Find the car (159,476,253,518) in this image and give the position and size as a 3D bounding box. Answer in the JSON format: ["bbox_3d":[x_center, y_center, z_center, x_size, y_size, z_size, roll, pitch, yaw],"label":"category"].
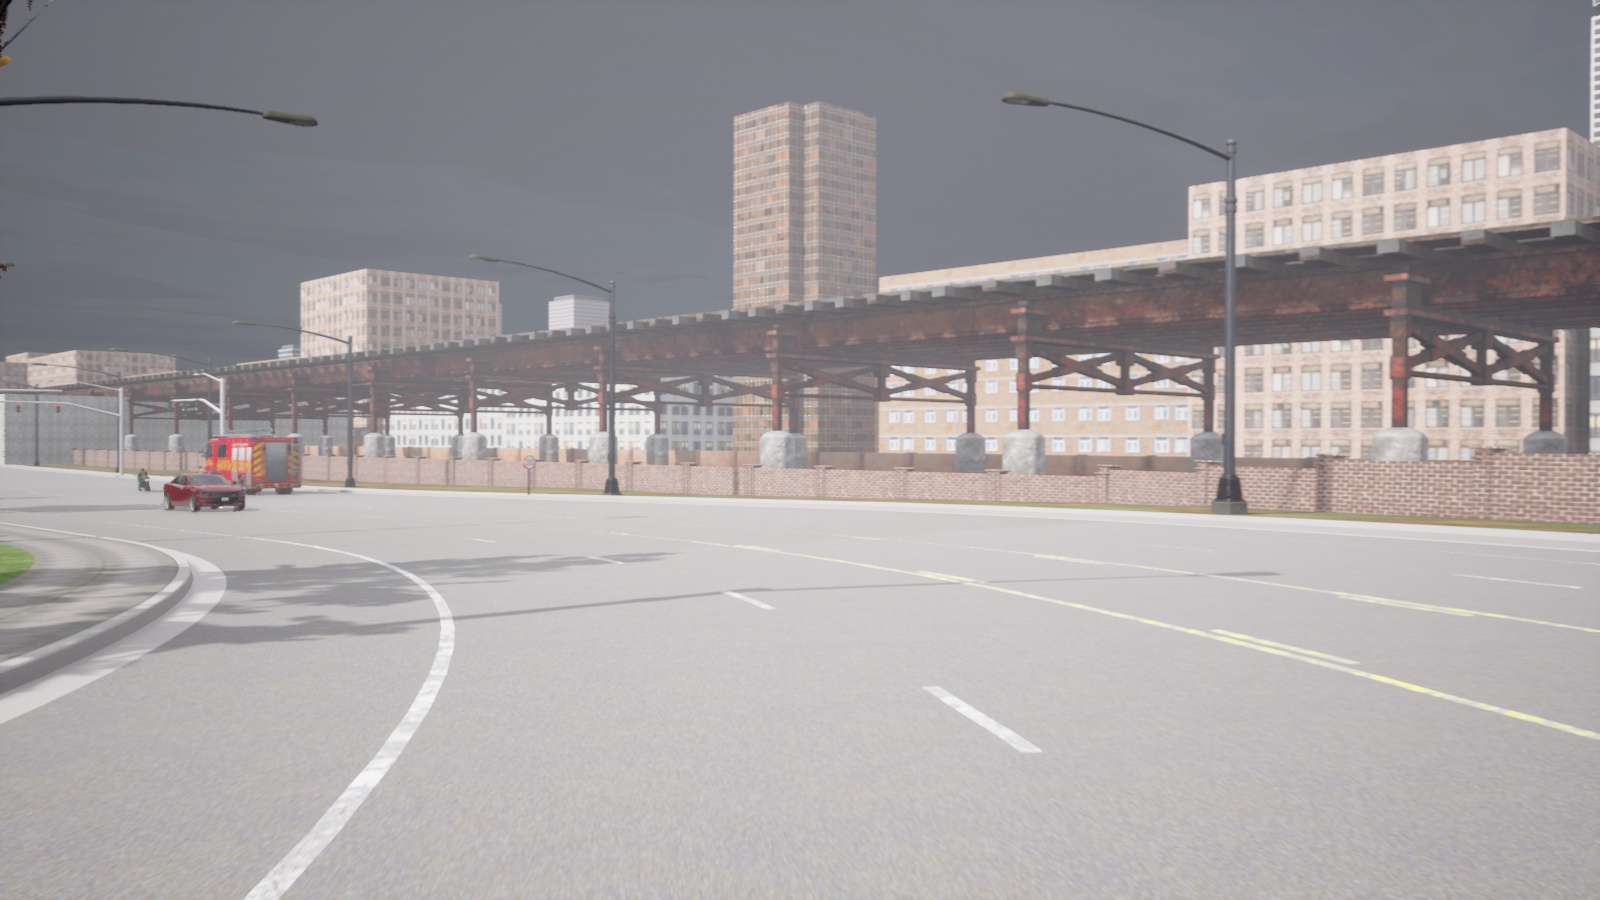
[{"bbox_3d":[-23.192,1.799,48.912,1.882,1.535,5.008,-1,-1,-42],"label":"car"}]

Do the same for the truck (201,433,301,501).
[{"bbox_3d":[-32.932,0.973,75.113,2.891,3.827,8.468,-1,0,-42],"label":"truck"}]
